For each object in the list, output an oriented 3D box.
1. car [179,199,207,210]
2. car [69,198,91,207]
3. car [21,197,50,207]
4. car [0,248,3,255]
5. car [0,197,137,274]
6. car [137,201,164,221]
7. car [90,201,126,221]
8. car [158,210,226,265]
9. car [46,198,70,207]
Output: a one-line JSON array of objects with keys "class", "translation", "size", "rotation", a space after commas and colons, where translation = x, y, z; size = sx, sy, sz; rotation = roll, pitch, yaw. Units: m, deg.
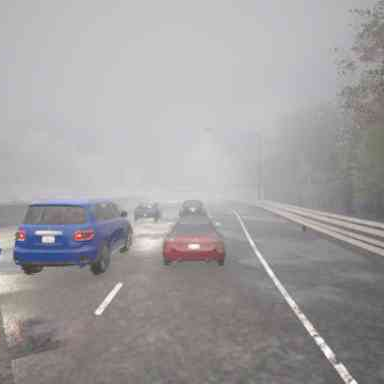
[{"class": "car", "translation": [0.078, 1.350, 26.493], "size": [2.097, 1.767, 4.553], "rotation": [0, 0, 0]}, {"class": "car", "translation": [-17.541, 1.617, 52.481], "size": [1.895, 1.301, 4.718], "rotation": [0, 0, 1]}, {"class": "car", "translation": [-24.528, 1.563, 52.279], "size": [2.033, 1.411, 5.357], "rotation": [0, 0, 1]}, {"class": "car", "translation": [-6.953, 1.545, 8.084], "size": [2.033, 1.411, 5.357], "rotation": [0, 0, 0]}, {"class": "car", "translation": [-3.432, 1.221, 10.684], "size": [2.150, 2.045, 5.566], "rotation": [0, 0, 0]}, {"class": "car", "translation": [-3.420, 1.491, 26.780], "size": [2.128, 1.511, 4.902], "rotation": [0, 0, 0]}, {"class": "car", "translation": [-6.916, 1.524, 27.781], "size": [1.812, 1.442, 4.674], "rotation": [0, 0, 0]}, {"class": "car", "translation": [0.075, 1.561, 11.738], "size": [1.994, 1.385, 4.181], "rotation": [0, 0, 0]}, {"class": "car", "translation": [-21.033, 1.617, 52.364], "size": [1.895, 1.301, 4.718], "rotation": [0, 0, 1]}]
